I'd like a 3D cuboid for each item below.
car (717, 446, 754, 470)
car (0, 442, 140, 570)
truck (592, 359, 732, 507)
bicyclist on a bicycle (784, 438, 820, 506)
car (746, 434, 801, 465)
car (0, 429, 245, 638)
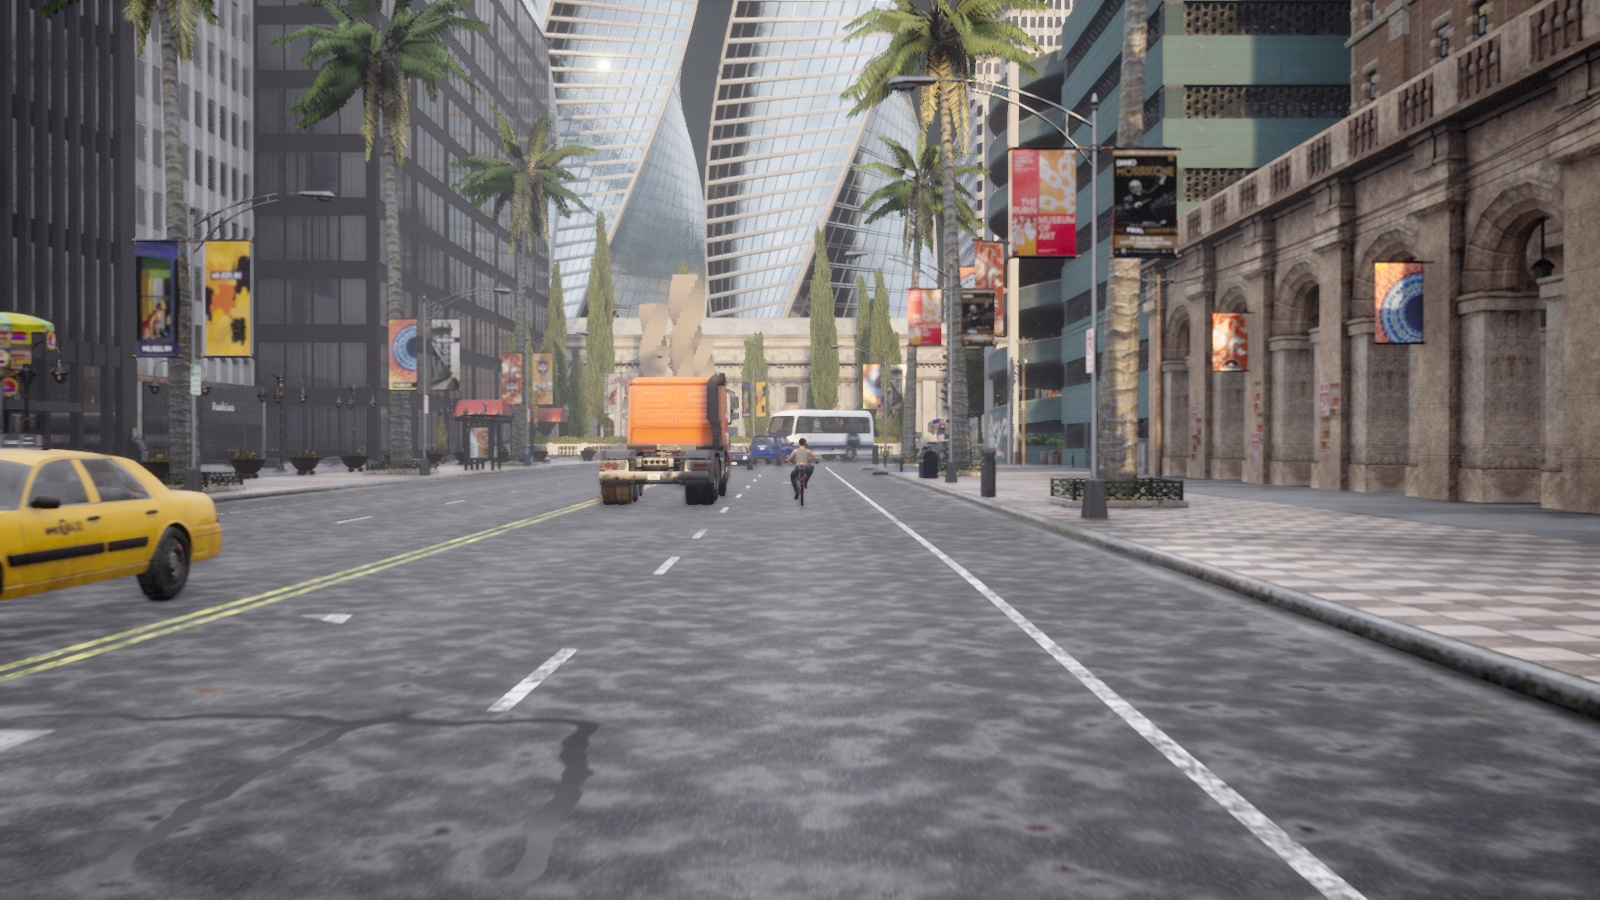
[{"bbox_3d":[-3.652,0.440,71.758,1.895,1.301,4.718,0,0,0],"label":"car"},{"bbox_3d":[-10.384,0.652,15.298,2.163,1.488,4.792,0,0,0],"label":"car"},{"bbox_3d":[-3.465,-0.427,33.446,2.891,3.462,7.936,0,0,0],"label":"truck"},{"bbox_3d":[0.046,0.512,30.278,0.866,1.612,1.509,0,0,0],"label":"bicyclist on a bicycle"},{"bbox_3d":[-1.764,-0.021,86.100,2.150,2.045,5.566,0,0,16],"label":"car"},{"bbox_3d":[-6.901,0.619,10.844,1.801,1.575,5.366,0,0,0],"label":"car"}]
